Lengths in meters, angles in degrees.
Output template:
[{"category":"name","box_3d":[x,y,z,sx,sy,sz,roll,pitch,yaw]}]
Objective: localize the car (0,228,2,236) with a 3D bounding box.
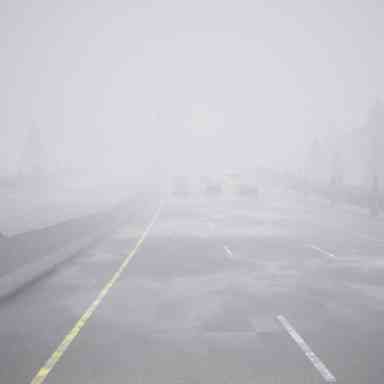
[{"category":"car","box_3d":[-7.384,1.537,9.262,2.033,1.411,5.357,0,1,-2]}]

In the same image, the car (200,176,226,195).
[{"category":"car","box_3d":[2.348,-0.570,38.240,1.882,1.535,5.008,0,7,-2]}]

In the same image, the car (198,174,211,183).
[{"category":"car","box_3d":[2.016,-1.862,48.516,1.882,1.535,5.008,0,7,-2]}]

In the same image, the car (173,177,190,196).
[{"category":"car","box_3d":[-1.196,-0.452,37.741,2.033,1.411,5.357,0,7,-1]}]

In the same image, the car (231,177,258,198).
[{"category":"car","box_3d":[5.902,-0.337,36.455,1.882,1.535,5.008,0,7,-2]}]

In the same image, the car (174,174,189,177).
[{"category":"car","box_3d":[-1.528,-1.822,48.088,1.882,1.535,5.008,0,7,-1]}]

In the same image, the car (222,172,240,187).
[{"category":"car","box_3d":[5.496,-1.845,46.442,2.150,2.045,5.566,0,7,-2]}]
